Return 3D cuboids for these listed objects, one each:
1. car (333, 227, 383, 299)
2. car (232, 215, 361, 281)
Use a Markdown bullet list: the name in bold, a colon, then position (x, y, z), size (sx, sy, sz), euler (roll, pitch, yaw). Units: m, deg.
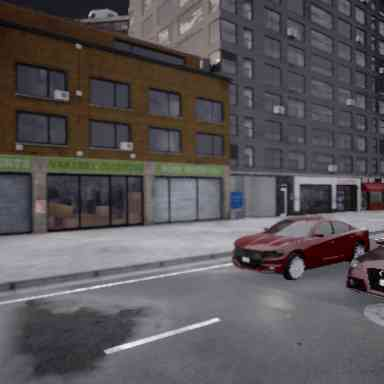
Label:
- **car**: position (5.356, 1.569, 7.504), size (4.181, 1.385, 1.994), euler (0, 0, -35)
- **car**: position (3.438, 1.490, 10.130), size (5.008, 1.535, 1.882), euler (0, 0, -35)
